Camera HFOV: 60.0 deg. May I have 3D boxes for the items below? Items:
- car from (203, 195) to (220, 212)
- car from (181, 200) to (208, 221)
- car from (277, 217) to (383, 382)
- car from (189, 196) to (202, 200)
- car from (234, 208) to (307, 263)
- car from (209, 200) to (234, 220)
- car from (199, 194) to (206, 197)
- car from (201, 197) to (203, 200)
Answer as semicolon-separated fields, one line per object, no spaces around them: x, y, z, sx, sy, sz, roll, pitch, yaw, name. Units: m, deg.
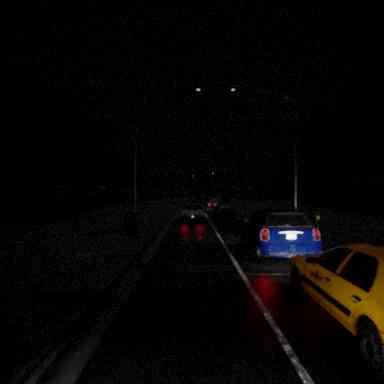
2.635;1.479;38.802;1.967;1.590;4.097;-1;0;0;car
0.064;1.622;27.653;1.895;1.301;4.718;0;0;0;car
3.026;1.459;5.362;1.801;1.575;5.366;0;0;0;car
0.091;1.613;44.321;1.994;1.385;4.181;0;0;0;car
2.990;1.358;12.143;2.097;1.767;4.553;0;0;0;car
2.635;1.603;27.996;1.802;1.307;4.206;-1;0;0;car
2.636;1.376;49.606;2.192;1.841;5.009;-1;0;0;car
2.638;1.615;44.203;1.947;1.339;4.313;-1;0;0;car
